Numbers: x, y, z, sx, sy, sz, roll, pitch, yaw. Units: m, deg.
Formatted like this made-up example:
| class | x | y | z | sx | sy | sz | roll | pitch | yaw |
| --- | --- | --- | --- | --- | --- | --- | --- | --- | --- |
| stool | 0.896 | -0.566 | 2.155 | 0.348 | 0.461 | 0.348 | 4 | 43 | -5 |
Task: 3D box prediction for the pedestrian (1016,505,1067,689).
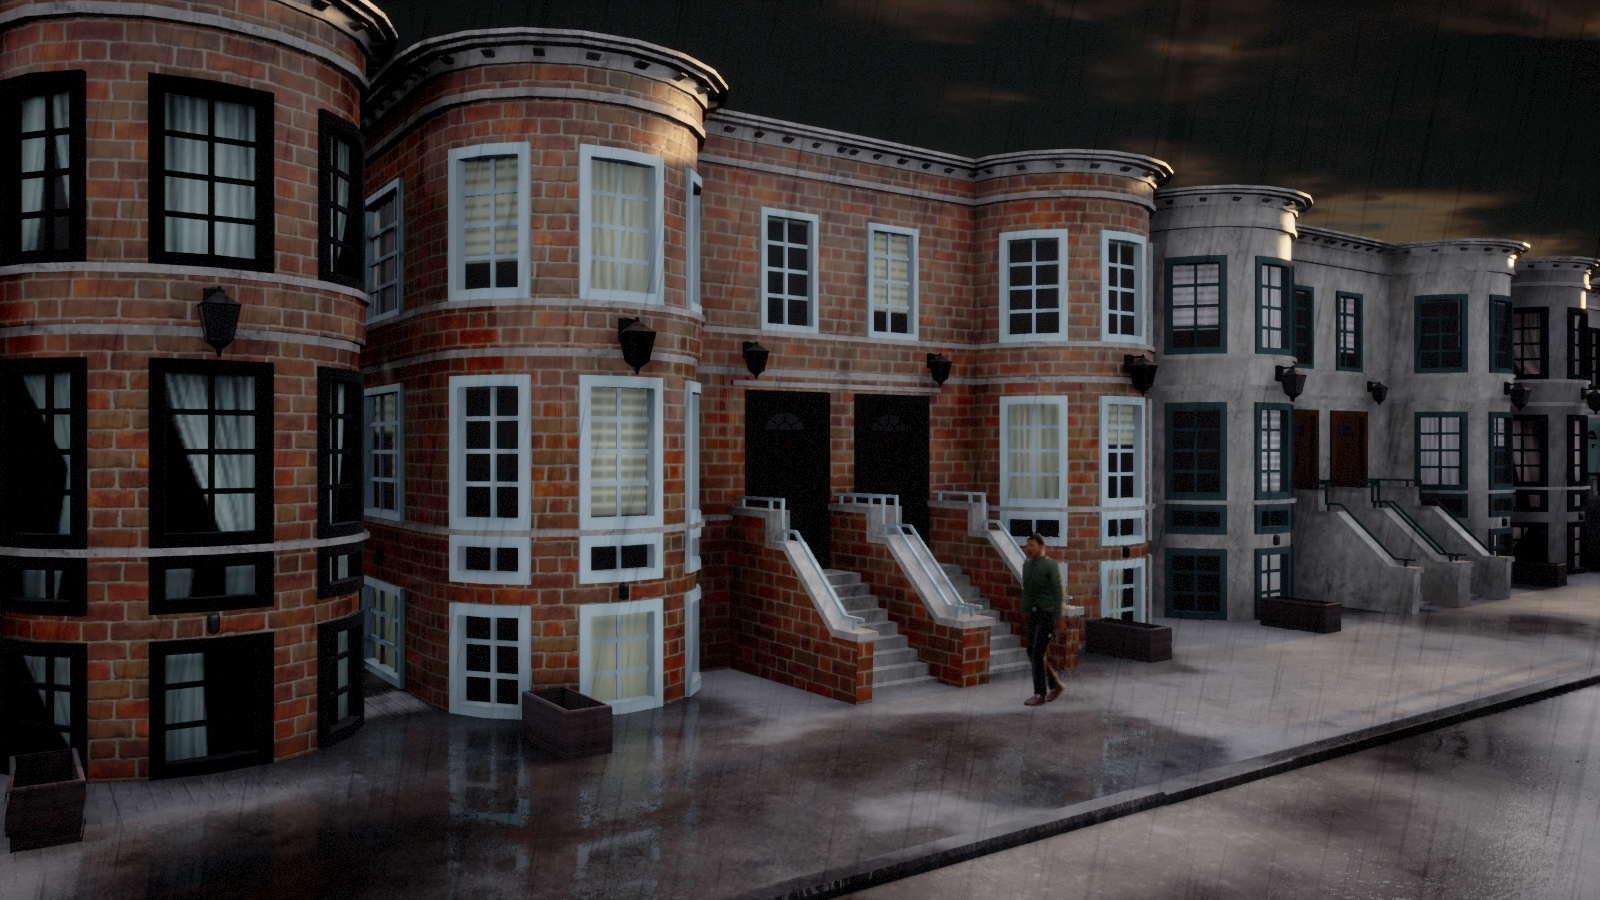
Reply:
| class | x | y | z | sx | sy | sz | roll | pitch | yaw |
| --- | --- | --- | --- | --- | --- | --- | --- | --- | --- |
| pedestrian | 2.532 | 1.522 | 11.991 | 0.375 | 1.860 | 0.375 | 0 | 0 | -27 |
